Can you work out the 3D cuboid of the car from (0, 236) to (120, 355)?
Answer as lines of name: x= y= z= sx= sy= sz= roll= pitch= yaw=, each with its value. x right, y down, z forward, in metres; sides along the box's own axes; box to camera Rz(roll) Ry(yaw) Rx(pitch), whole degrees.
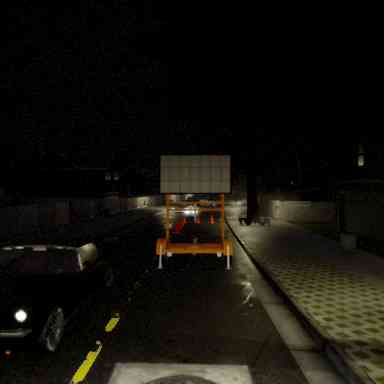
car: x=-2.791 y=1.598 z=6.225 sx=1.895 sy=1.301 sz=4.718 roll=0 pitch=0 yaw=1

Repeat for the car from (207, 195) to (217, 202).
car: x=4.515 y=1.376 z=75.601 sx=1.837 sy=1.490 sz=4.892 roll=0 pitch=0 yaw=11

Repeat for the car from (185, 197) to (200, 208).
car: x=0.082 y=1.468 z=48.542 sx=2.128 sy=1.511 sz=4.902 roll=0 pitch=0 yaw=7

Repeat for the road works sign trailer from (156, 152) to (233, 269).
road works sign trailer: x=0.114 y=0.464 z=11.127 sx=2.380 sy=3.560 sz=2.880 roll=0 pitch=0 yaw=2
